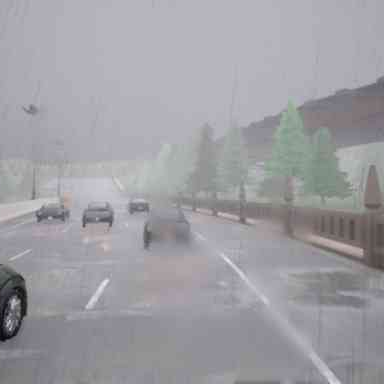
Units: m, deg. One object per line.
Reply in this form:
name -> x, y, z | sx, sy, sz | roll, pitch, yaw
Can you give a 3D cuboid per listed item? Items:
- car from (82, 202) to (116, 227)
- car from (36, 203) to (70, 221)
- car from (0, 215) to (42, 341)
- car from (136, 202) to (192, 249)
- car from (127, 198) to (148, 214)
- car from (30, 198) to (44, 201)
car -> -6.156, 1.401, 22.144 | 2.128, 1.511, 4.902 | 0, 0, -12
car -> -10.509, 1.509, 25.474 | 1.895, 1.301, 4.718 | 0, 0, -15
car -> -3.678, 1.346, 3.592 | 2.097, 1.767, 4.553 | 0, 0, -2
car -> -1.150, 1.423, 14.292 | 2.128, 1.511, 4.902 | 0, 0, -8
car -> -5.400, 1.327, 33.189 | 1.882, 1.535, 5.008 | 0, 0, -16
car -> -27.968, 1.158, 60.077 | 2.097, 1.767, 4.553 | 0, 0, -16
